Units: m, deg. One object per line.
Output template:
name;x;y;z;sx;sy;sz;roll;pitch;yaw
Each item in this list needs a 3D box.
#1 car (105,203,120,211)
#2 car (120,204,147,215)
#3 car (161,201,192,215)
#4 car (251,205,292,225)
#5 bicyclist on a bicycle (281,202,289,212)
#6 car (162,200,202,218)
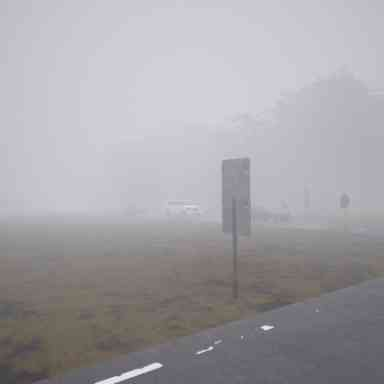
car;-14.957;2.852;63.319;1.882;1.535;5.008;-1;-1;-35
car;-8.364;2.517;48.966;1.837;1.490;4.892;-1;-1;-35
car;-2.219;2.161;45.305;2.097;1.767;4.553;-1;-1;-35
car;6.135;1.877;28.384;1.882;1.535;5.008;-1;-1;-35
bicyclist on a bicycle;9.460;1.855;34.025;1.656;1.620;0.582;0;-1;-35
car;-1.145;1.918;38.682;2.150;2.045;5.566;-1;-1;-35
